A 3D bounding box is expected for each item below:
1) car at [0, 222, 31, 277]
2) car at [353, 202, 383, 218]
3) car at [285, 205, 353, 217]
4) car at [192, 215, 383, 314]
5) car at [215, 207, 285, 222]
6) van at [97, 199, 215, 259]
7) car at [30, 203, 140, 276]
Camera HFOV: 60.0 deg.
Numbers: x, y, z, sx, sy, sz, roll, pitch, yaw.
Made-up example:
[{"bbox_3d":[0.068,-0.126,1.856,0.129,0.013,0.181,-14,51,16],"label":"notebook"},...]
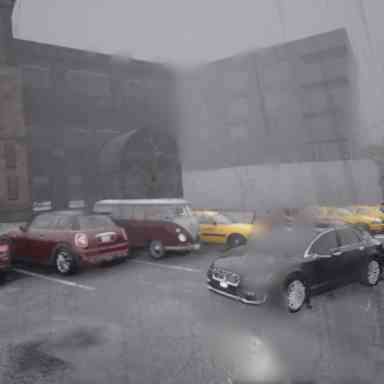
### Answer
[{"bbox_3d":[-6.615,1.540,8.845,4.674,1.452,2.002,-1,0,35],"label":"car"},{"bbox_3d":[8.122,1.518,19.217,5.366,1.575,1.946,-1,-1,34],"label":"car"},{"bbox_3d":[5.570,1.535,17.556,4.792,1.488,2.163,-1,-1,34],"label":"car"},{"bbox_3d":[2.574,1.488,7.671,4.892,1.490,1.837,0,0,-35],"label":"car"},{"bbox_3d":[0.839,1.479,13.975,5.366,1.575,1.946,-1,-1,34],"label":"car"},{"bbox_3d":[-1.651,1.255,12.272,4.442,1.987,1.878,-1,-1,35],"label":"van"},{"bbox_3d":[-4.160,1.363,10.569,4.553,1.767,2.185,-1,0,35],"label":"car"}]
